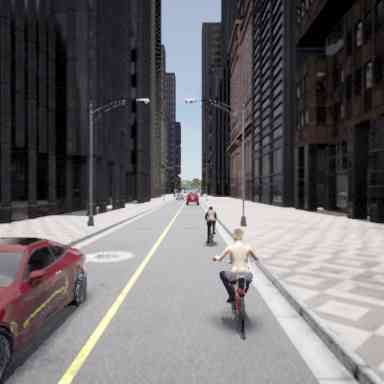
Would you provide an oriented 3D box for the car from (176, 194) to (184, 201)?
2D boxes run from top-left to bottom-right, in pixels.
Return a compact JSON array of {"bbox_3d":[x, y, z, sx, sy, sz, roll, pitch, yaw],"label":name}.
[{"bbox_3d":[-2.981,1.250,83.920,2.097,1.767,4.553,0,0,0],"label":"car"}]

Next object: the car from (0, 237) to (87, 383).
[{"bbox_3d":[-3.100,1.522,5.305,1.812,1.442,4.674,0,0,0],"label":"car"}]

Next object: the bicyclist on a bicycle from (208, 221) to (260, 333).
[{"bbox_3d":[0.793,1.432,5.813,0.866,1.612,1.509,0,0,0],"label":"bicyclist on a bicycle"}]

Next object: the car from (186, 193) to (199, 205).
[{"bbox_3d":[0.115,1.162,58.921,2.150,2.045,5.566,0,0,0],"label":"car"}]

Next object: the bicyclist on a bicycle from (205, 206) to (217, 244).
[{"bbox_3d":[0.829,1.442,14.346,0.582,1.620,1.656,0,0,0],"label":"bicyclist on a bicycle"}]
